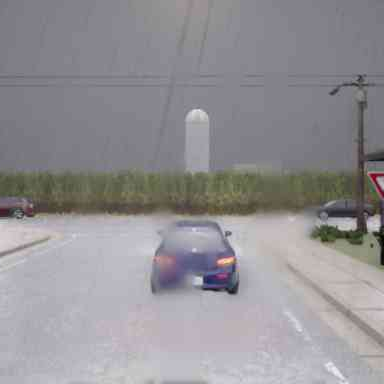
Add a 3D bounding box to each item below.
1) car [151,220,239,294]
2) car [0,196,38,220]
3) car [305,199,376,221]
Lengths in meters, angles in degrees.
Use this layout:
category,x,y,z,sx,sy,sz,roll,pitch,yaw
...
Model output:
category,x,y,z,sx,sy,sz,roll,pitch,yaw
car,0.075,1.440,8.398,1.812,1.442,4.674,0,1,0
car,-14.152,1.127,24.962,4.553,1.767,2.097,0,1,1
car,10.861,1.282,24.564,4.892,1.490,1.837,-1,1,1
